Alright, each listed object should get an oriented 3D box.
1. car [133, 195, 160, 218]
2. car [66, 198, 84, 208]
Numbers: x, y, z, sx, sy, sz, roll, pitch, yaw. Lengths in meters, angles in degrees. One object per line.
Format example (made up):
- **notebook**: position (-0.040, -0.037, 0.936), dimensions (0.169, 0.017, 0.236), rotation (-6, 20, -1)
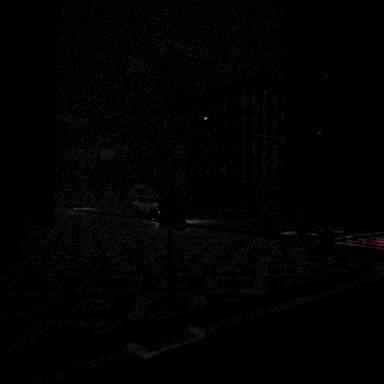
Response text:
- **car**: position (-3.583, 1.348, 31.358), dimensions (2.150, 2.045, 5.566), rotation (1, 0, -36)
- **car**: position (-18.224, 1.719, 51.684), dimensions (1.812, 1.442, 4.674), rotation (1, -1, -36)
